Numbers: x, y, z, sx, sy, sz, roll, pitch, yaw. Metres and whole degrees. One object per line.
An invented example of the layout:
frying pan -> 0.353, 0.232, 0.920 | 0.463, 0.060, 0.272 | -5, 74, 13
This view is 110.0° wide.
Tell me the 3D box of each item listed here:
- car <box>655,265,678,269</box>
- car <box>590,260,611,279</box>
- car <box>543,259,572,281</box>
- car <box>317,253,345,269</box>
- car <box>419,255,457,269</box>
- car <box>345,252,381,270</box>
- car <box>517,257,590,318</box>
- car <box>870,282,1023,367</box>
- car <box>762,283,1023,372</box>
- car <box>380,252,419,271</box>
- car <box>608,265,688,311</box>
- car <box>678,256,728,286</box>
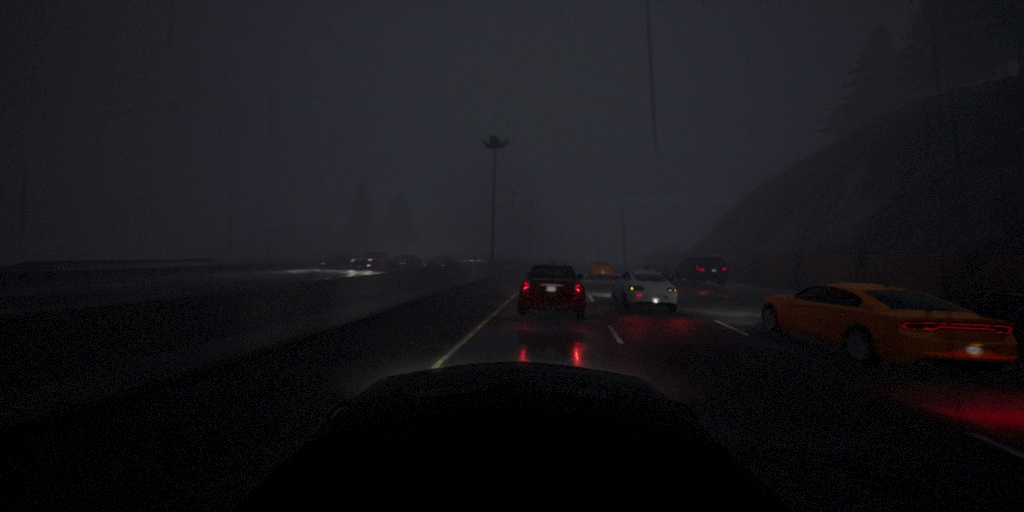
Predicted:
car -> 10.459, 1.339, 26.724 | 1.895, 1.301, 4.718 | 2, 1, 8
car -> 7.432, 1.096, 30.324 | 1.882, 1.535, 5.008 | 2, 1, 8
car -> 3.749, 1.025, 29.258 | 2.128, 1.511, 4.902 | 2, 1, 8
car -> -16.831, 0.421, 35.018 | 2.128, 1.511, 4.902 | 2, 0, 8
car -> -6.501, 0.698, 33.129 | 1.882, 1.535, 5.008 | 2, 1, 8
car -> -13.389, 0.378, 34.351 | 2.097, 1.767, 4.553 | 2, 1, 8
car -> 1.493, 1.012, 12.987 | 2.097, 1.767, 4.553 | 2, 1, 8
car -> 11.378, 1.525, 7.935 | 2.033, 1.411, 5.357 | 2, 1, 8
car -> 7.893, 1.359, 8.296 | 1.882, 1.535, 5.008 | 2, 1, 8
car -> -9.969, 0.602, 33.582 | 1.882, 1.535, 5.008 | 2, 1, 8
car -> 5.238, 1.267, 14.524 | 1.812, 1.442, 4.674 | 2, 1, 8
car -> 14.023, 1.052, 26.864 | 2.150, 2.045, 5.566 | 2, 1, 8
